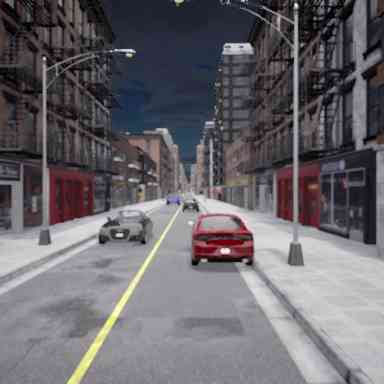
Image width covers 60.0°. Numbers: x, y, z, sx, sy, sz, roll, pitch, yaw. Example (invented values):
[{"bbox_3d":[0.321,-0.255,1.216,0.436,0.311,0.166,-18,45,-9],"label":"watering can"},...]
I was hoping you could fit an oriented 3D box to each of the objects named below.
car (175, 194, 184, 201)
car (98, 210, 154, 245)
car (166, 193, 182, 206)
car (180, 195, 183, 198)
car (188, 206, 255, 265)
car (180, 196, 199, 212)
[{"bbox_3d":[-3.214,1.355,86.620,2.097,1.767,4.553,0,0,0],"label":"car"},{"bbox_3d":[-2.931,1.548,15.429,1.994,1.385,4.181,0,0,0],"label":"car"},{"bbox_3d":[-3.121,1.206,55.940,2.150,2.045,5.566,0,0,0],"label":"car"},{"bbox_3d":[-0.251,1.473,48.905,2.128,1.511,4.902,0,0,0],"label":"car"},{"bbox_3d":[0.902,1.465,11.609,1.882,1.535,5.008,0,0,0],"label":"car"},{"bbox_3d":[-0.137,1.504,38.435,1.812,1.442,4.674,0,0,0],"label":"car"}]
